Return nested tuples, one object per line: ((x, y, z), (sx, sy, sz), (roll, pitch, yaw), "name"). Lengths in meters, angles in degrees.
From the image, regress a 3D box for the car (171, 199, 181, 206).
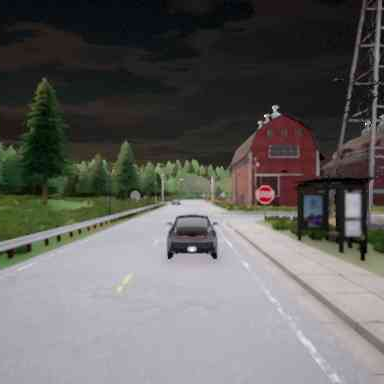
((-3.495, 2.315, 72.666), (1.812, 1.442, 4.674), (0, -1, 0), "car")

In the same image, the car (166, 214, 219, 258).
((0.018, 1.655, 13.490), (1.837, 1.490, 4.892), (0, 0, 0), "car")
